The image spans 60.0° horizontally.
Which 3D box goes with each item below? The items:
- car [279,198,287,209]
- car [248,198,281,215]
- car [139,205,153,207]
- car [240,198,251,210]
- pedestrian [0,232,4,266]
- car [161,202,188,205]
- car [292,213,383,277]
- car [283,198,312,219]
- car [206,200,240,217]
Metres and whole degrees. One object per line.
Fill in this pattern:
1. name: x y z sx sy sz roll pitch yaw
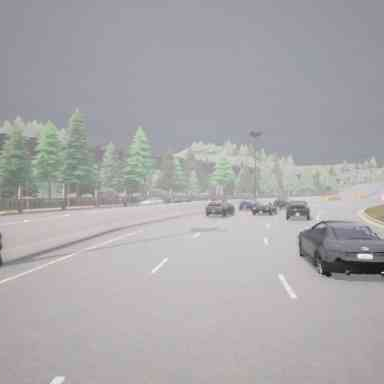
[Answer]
1. car: 11.837 1.514 42.787 1.837 1.490 4.892 0 0 29
2. car: 7.353 1.608 33.484 1.895 1.301 4.718 0 0 22
3. car: -5.732 1.535 47.267 1.812 1.442 4.674 0 0 27
4. car: 7.327 1.535 41.587 1.812 1.442 4.674 0 0 27
5. pedestrian: -5.832 1.576 9.991 0.375 1.300 0.375 0 0 7
6. car: -2.159 1.487 46.593 1.882 1.535 5.008 0 0 28
7. car: 4.557 1.566 10.241 1.994 1.385 4.181 0 0 7
8. car: 9.268 1.511 28.805 1.837 1.490 4.892 0 0 20
9. car: 2.722 1.497 31.180 2.128 1.511 4.902 0 0 20
